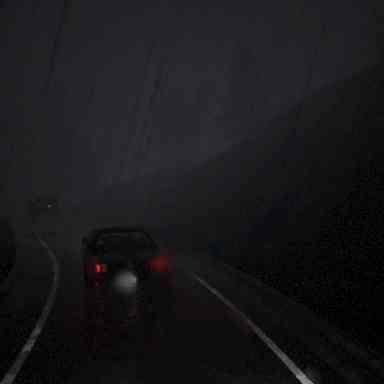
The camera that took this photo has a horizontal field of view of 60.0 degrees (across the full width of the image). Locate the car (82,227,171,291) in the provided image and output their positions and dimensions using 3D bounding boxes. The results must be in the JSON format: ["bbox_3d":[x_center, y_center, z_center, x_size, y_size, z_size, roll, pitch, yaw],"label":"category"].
[{"bbox_3d":[-2.084,1.631,9.279,1.895,1.301,4.718,0,0,-19],"label":"car"}]

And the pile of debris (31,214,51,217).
[{"bbox_3d":[-14.716,2.299,32.351,1.500,0.140,1.860,0,0,-34],"label":"pile of debris"}]

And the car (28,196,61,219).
[{"bbox_3d":[-13.491,1.336,30.354,2.150,2.045,5.566,0,0,-33],"label":"car"}]
